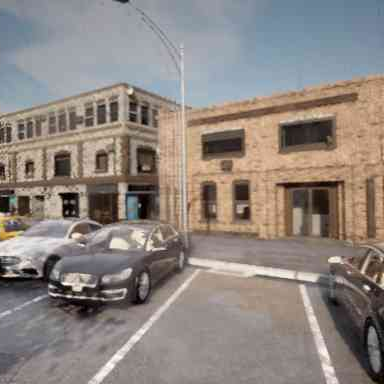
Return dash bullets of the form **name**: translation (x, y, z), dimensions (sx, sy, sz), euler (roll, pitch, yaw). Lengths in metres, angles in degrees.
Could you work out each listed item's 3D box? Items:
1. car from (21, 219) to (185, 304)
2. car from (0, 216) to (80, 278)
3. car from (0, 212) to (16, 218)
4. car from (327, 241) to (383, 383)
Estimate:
- **car**: translation (-1.509, 1.501, 8.383), dimensions (2.231, 1.521, 4.892), euler (1, -1, 13)
- **car**: translation (-3.961, 1.540, 9.993), dimensions (2.002, 1.452, 4.674), euler (1, -1, 13)
- **car**: translation (-6.376, 1.498, 11.787), dimensions (1.946, 1.575, 5.366), euler (0, -1, 13)
- **car**: translation (3.381, 1.501, 5.149), dimensions (2.231, 1.521, 4.892), euler (0, -1, 13)
